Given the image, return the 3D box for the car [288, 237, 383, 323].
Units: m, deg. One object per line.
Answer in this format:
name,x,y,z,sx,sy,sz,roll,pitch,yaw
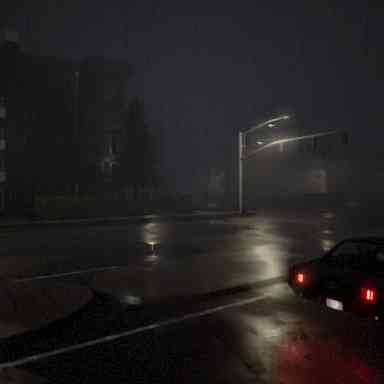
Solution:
car,4.205,1.598,6.863,4.718,1.301,1.895,0,0,-35
